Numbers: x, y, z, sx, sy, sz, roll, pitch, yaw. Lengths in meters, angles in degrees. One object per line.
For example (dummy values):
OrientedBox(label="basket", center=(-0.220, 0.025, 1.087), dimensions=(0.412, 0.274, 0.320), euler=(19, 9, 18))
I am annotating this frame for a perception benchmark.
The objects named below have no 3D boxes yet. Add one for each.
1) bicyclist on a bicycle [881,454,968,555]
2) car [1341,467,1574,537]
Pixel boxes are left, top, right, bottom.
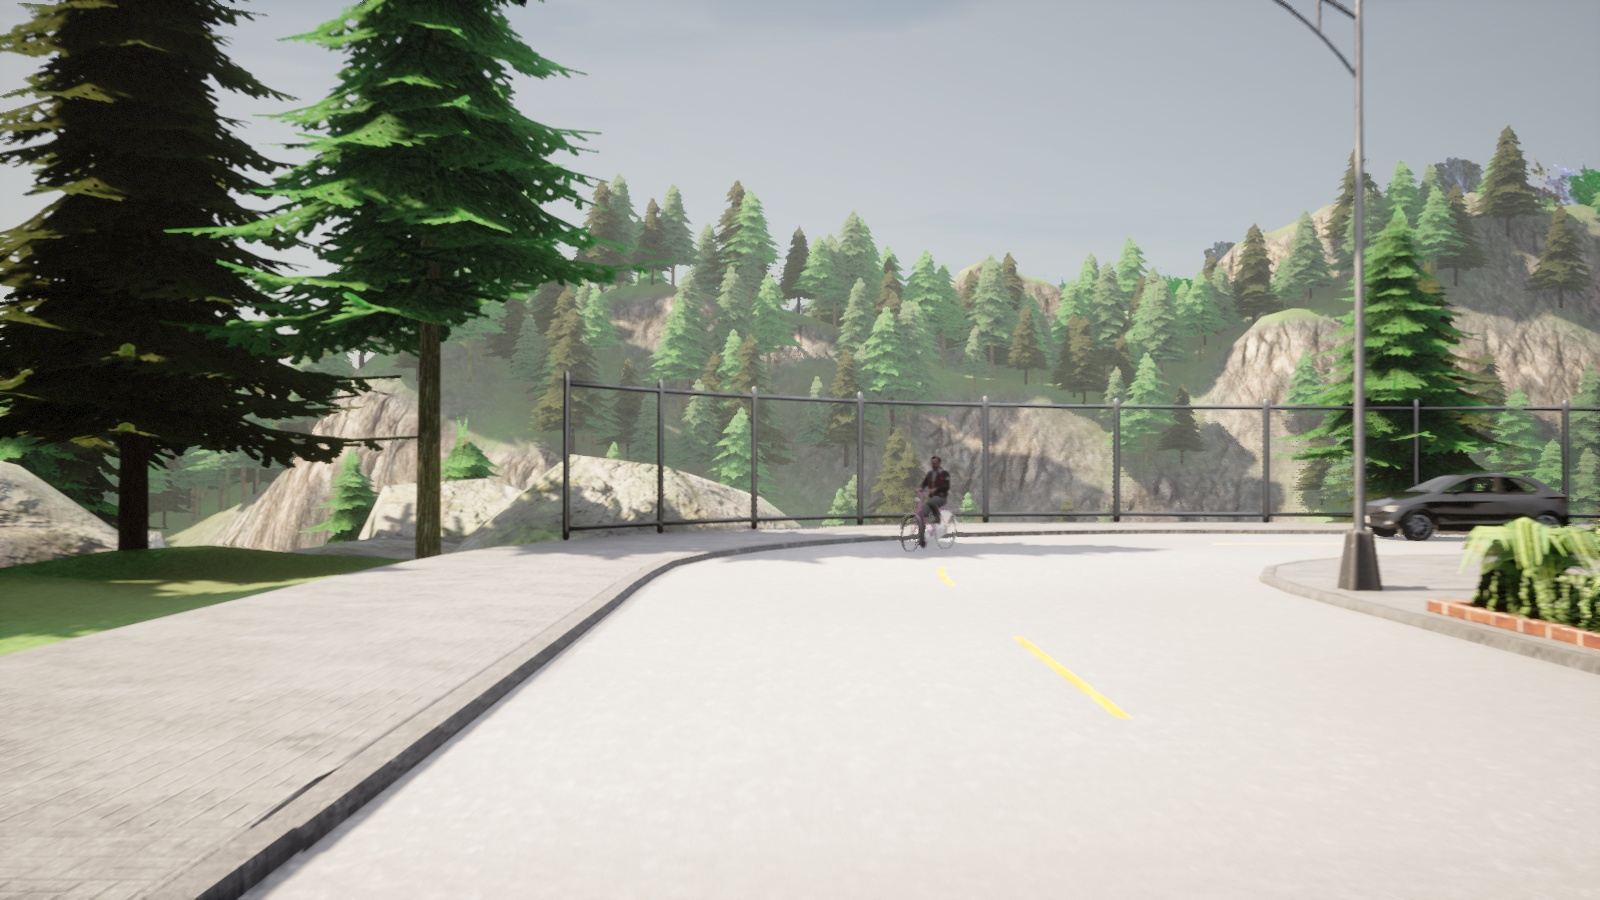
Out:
OrientedBox(label="bicyclist on a bicycle", center=(2.310, 0.975, 23.167), dimensions=(0.659, 1.776, 1.843), euler=(1, 0, 39))
OrientedBox(label="car", center=(14.477, 1.128, 27.821), dimensions=(4.193, 1.474, 1.816), euler=(0, -1, 0))
